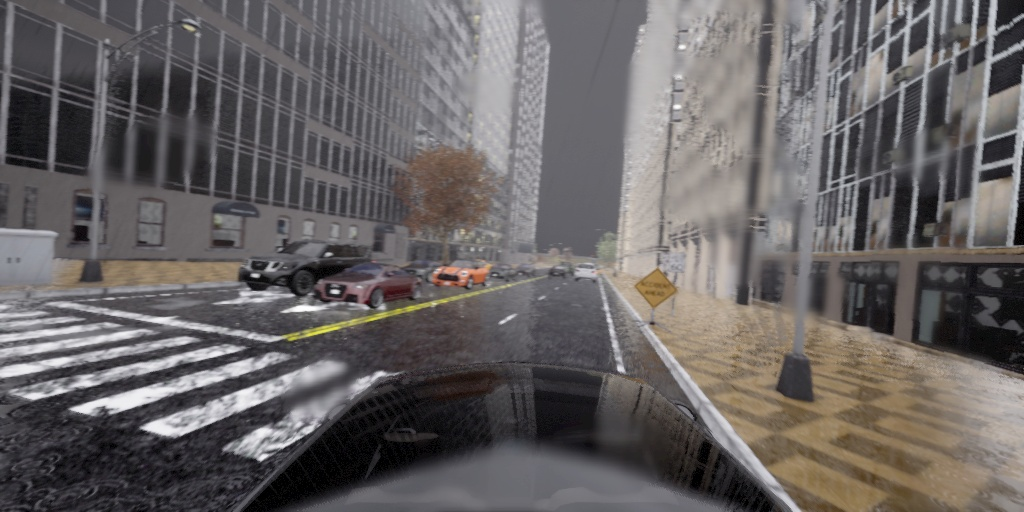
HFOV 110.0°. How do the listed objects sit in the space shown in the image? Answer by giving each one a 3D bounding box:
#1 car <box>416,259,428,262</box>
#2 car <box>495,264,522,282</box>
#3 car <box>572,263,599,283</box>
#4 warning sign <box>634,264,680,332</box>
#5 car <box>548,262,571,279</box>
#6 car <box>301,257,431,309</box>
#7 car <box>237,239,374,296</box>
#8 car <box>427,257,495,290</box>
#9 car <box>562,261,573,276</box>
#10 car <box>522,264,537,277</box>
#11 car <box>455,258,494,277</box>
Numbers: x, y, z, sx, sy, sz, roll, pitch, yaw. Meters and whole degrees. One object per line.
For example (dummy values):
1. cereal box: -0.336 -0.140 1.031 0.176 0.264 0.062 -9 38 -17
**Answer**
1. car: -5.689 0.914 23.642 1.994 1.385 4.181 5 0 13
2. car: -0.859 1.348 30.034 1.994 1.385 4.181 5 0 14
3. car: 8.172 1.808 39.512 2.150 2.045 5.566 5 0 14
4. warning sign: 4.377 1.279 11.251 1.300 1.860 1.060 0 0 13
5. car: 5.486 1.845 42.101 1.882 1.535 5.008 5 0 13
6. car: -4.895 0.942 12.787 1.994 1.385 4.181 5 0 13
7. car: -7.797 0.358 14.482 2.150 2.045 5.566 5 0 13
8. car: -2.897 0.930 21.260 2.097 1.767 4.553 5 0 13
9. car: 8.203 1.859 53.665 2.150 2.045 5.566 5 0 13
10. car: 1.535 1.572 40.154 2.033 1.411 5.357 5 0 14
11. car: -3.388 1.059 33.416 1.882 1.535 5.008 5 0 13
